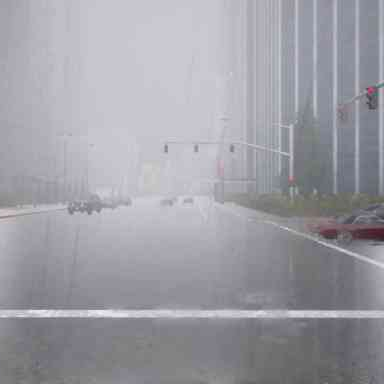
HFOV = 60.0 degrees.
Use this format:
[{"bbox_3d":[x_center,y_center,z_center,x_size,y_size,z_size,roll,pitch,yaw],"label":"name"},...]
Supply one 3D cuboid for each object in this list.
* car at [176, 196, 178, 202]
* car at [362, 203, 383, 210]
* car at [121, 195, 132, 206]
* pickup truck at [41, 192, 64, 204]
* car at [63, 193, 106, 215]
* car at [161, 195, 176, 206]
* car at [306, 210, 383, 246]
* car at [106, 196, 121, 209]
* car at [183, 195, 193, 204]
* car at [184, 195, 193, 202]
[{"bbox_3d":[-4.336,1.355,75.253,2.097,1.767,4.553,0,0,0],"label":"car"},{"bbox_3d":[12.630,1.505,21.981,4.892,1.490,1.837,0,0,0],"label":"car"},{"bbox_3d":[-11.251,1.352,54.523,2.097,1.767,4.553,0,0,-1],"label":"car"},{"bbox_3d":[-24.331,1.059,59.937,2.390,2.098,6.274,0,0,30],"label":"pickup truck"},{"bbox_3d":[-11.091,1.221,34.787,2.150,2.045,5.566,0,0,-1],"label":"car"},{"bbox_3d":[-4.055,1.525,55.107,1.812,1.442,4.674,0,0,0],"label":"car"},{"bbox_3d":[7.725,1.601,14.771,4.718,1.301,1.895,0,0,0],"label":"car"},{"bbox_3d":[-11.176,1.564,44.316,1.994,1.385,4.181,0,0,-1],"label":"car"},{"bbox_3d":[-0.754,1.526,65.241,1.812,1.442,4.674,0,0,0],"label":"car"},{"bbox_3d":[-0.841,1.387,75.492,1.882,1.535,5.008,0,0,0],"label":"car"}]
